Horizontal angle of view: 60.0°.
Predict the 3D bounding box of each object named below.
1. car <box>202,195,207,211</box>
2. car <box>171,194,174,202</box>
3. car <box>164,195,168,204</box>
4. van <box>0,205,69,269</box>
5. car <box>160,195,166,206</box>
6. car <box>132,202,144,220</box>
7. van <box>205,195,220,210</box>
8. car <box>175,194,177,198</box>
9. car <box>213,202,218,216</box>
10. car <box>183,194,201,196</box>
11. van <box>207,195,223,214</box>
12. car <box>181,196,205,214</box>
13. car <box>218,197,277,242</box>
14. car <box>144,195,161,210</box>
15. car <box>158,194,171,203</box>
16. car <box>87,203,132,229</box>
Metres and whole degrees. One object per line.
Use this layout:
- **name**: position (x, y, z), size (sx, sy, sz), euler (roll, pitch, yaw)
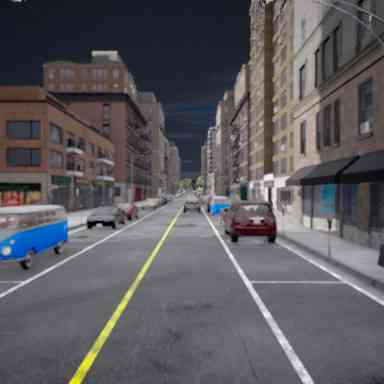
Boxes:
- **car**: position (2.670, 1.316, 37.799), size (2.192, 1.841, 5.009), euler (0, 0, 0)
- **car**: position (-5.421, 1.575, 70.232), size (1.802, 1.307, 4.206), euler (0, 0, 0)
- **car**: position (-5.418, 1.560, 54.013), size (1.947, 1.339, 4.313), euler (0, 0, 0)
- **van**: position (-5.411, 1.338, 10.763), size (1.690, 1.788, 3.998), euler (0, 0, 0)
- **car**: position (-5.418, 1.545, 48.607), size (2.008, 1.369, 4.403), euler (0, 0, 0)
- **car**: position (-5.414, 1.541, 26.982), size (1.887, 1.381, 4.507), euler (0, 0, 0)
- **van**: position (2.663, 1.342, 43.206), size (1.690, 1.788, 3.998), euler (0, 0, 0)
- **car**: position (-5.423, 1.543, 81.044), size (2.008, 1.369, 4.403), euler (0, 0, 0)
- **car**: position (2.692, 1.553, 21.580), size (2.008, 1.369, 4.403), euler (0, 0, 0)
- **car**: position (0.002, 1.476, 48.159), size (1.882, 1.535, 5.008), euler (0, 0, 0)
- **van**: position (2.677, 1.343, 32.393), size (1.690, 1.788, 3.998), euler (0, 0, 0)
- **car**: position (0.038, 1.491, 35.994), size (2.128, 1.511, 4.902), euler (0, 0, 1)
- **car**: position (2.699, 1.317, 16.174), size (2.192, 1.841, 5.009), euler (0, 0, 0)
- **car**: position (-5.417, 1.520, 43.031), size (1.752, 1.417, 4.829), euler (0, 0, 0)
- **car**: position (-5.419, 1.308, 59.419), size (2.192, 1.841, 5.009), euler (0, 0, 0)
- **car**: position (-5.413, 1.562, 21.575), size (1.947, 1.339, 4.313), euler (0, 0, 0)
